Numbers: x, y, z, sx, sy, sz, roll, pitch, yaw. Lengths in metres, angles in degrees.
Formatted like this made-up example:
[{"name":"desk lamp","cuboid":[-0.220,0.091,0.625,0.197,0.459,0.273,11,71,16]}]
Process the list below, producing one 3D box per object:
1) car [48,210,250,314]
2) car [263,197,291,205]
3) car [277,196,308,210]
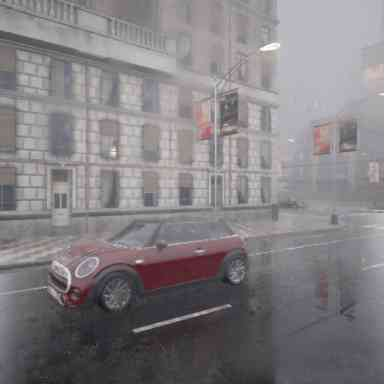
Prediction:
[{"name":"car","cuboid":[-0.836,1.352,7.725,4.553,1.767,2.097,0,0,-36]},{"name":"car","cuboid":[14.931,1.601,58.480,1.895,1.301,4.718,0,0,-37]},{"name":"car","cuboid":[12.435,1.352,42.203,2.097,1.767,4.553,0,0,-36]}]
